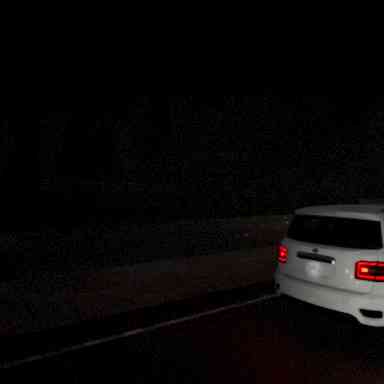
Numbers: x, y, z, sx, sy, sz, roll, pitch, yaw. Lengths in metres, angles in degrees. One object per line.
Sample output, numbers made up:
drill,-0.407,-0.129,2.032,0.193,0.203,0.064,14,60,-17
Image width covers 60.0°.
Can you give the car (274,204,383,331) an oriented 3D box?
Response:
car,4.058,1.257,6.647,5.566,2.045,2.150,0,0,-36
